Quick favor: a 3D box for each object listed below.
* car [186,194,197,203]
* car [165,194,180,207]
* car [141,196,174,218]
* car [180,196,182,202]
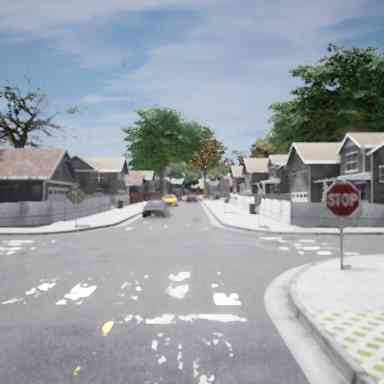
[{"bbox_3d":[-0.068,1.073,56.169,2.033,1.411,5.357,0,0,0],"label":"car"},{"bbox_3d":[-2.885,1.110,42.985,1.882,1.535,5.008,0,1,0],"label":"car"},{"bbox_3d":[-2.876,1.313,27.254,2.033,1.411,5.357,0,1,0],"label":"car"},{"bbox_3d":[-2.825,1.083,61.577,1.994,1.385,4.181,0,0,0],"label":"car"}]
